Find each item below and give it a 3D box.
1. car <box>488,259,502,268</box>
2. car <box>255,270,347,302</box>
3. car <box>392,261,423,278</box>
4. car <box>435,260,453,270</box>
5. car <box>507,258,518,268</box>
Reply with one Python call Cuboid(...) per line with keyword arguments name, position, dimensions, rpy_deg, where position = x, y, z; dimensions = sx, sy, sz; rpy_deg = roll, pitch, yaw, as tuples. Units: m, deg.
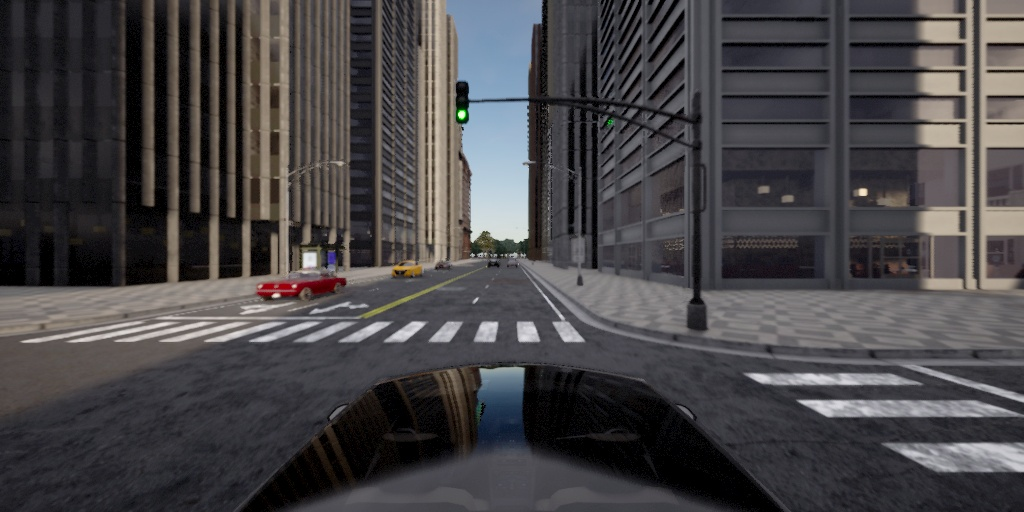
Cuboid(name="car", position=(-3.182, 1.236, 62.474), dimensions=(1.882, 1.535, 5.008), rpy_deg=(0, 0, 1))
Cuboid(name="car", position=(-9.848, 1.350, 17.189), dimensions=(1.895, 1.301, 4.718), rpy_deg=(0, 0, 0))
Cuboid(name="car", position=(-9.837, 1.226, 34.021), dimensions=(1.882, 1.535, 5.008), rpy_deg=(0, 0, 0))
Cuboid(name="car", position=(-9.756, 1.321, 51.552), dimensions=(1.994, 1.385, 4.181), rpy_deg=(0, 0, 0))
Cuboid(name="car", position=(0.074, 1.306, 63.356), dimensions=(2.033, 1.411, 5.357), rpy_deg=(0, 0, 0))
